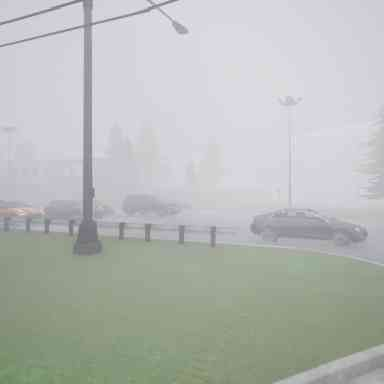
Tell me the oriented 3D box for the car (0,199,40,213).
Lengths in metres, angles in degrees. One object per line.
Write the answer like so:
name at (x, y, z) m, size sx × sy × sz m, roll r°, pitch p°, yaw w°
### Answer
car at (-20.366, 1.547, 38.543) m, size 5.357 × 1.411 × 2.033 m, roll 0°, pitch 0°, yaw 25°

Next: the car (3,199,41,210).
car at (-22.171, 1.601, 43.380) m, size 4.718 × 1.301 × 1.895 m, roll 0°, pitch 0°, yaw 24°

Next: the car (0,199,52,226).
car at (-12.444, 1.351, 23.146) m, size 4.553 × 1.767 × 2.097 m, roll 0°, pitch 0°, yaw 25°

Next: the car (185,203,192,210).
car at (-2.493, 1.507, 38.649) m, size 4.892 × 1.490 × 1.837 m, roll 0°, pitch 1°, yaw 0°

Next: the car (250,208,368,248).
car at (5.057, 1.494, 14.819) m, size 4.902 × 1.511 × 2.128 m, roll 0°, pitch 0°, yaw 25°

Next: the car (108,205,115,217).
car at (-9.055, 1.353, 29.286) m, size 4.553 × 1.767 × 2.097 m, roll 0°, pitch 0°, yaw 25°

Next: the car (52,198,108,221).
car at (-9.105, 1.352, 25.434) m, size 4.553 × 1.767 × 2.097 m, roll 0°, pitch 0°, yaw 25°

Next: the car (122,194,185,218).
car at (-3.844, 1.225, 30.683) m, size 5.566 × 2.045 × 2.150 m, roll 0°, pitch 0°, yaw 25°
